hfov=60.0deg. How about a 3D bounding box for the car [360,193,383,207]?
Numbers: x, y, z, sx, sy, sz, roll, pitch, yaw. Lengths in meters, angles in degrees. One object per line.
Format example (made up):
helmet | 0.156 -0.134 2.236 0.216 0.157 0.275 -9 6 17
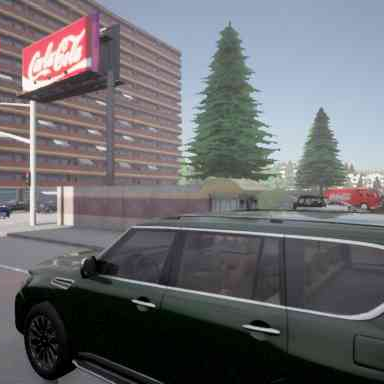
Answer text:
car | 26.190 1.285 48.086 3.988 1.617 1.851 0 0 35

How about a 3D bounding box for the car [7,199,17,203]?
car | -17.023 1.477 26.311 1.882 1.535 5.008 0 0 35

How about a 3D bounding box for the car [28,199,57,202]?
car | -14.847 1.563 35.824 1.994 1.385 4.181 0 0 35

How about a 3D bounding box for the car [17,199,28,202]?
car | -18.805 1.491 36.280 2.128 1.511 4.902 0 0 35

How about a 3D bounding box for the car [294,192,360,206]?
car | 8.787 1.149 22.271 3.866 1.878 1.905 0 0 35

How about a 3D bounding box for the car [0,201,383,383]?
car | 0.248 1.222 3.815 5.566 2.045 2.150 0 0 35

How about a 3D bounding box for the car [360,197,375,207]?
car | 10.724 1.338 24.330 4.193 1.474 1.816 0 0 35
